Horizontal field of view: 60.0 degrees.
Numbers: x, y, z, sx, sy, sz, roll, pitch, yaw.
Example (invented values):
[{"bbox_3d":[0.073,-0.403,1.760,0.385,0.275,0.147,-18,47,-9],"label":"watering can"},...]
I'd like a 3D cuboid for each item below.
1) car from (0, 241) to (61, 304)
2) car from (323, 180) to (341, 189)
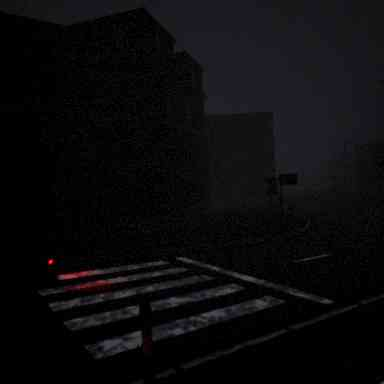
[{"bbox_3d":[-5.487,1.546,6.458,5.357,1.411,2.033,0,0,-35],"label":"car"},{"bbox_3d":[25.361,-1.411,60.510,1.882,1.535,5.008,-3,1,5],"label":"car"}]
